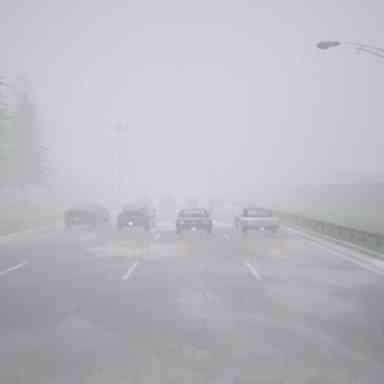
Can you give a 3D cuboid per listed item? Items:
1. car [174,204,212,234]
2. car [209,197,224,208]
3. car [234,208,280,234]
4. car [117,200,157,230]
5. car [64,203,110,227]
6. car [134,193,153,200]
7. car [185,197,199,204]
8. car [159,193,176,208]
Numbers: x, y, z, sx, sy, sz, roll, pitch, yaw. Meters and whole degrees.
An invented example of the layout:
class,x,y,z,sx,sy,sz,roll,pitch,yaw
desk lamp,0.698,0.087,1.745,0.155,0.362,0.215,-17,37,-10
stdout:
class,x,y,z,sx,sy,sz,roll,pitch,yaw
car,0.103,1.589,19.287,1.895,1.301,4.718,0,0,0
car,3.508,1.478,48.168,1.837,1.490,4.892,0,0,0
car,3.603,1.589,19.297,1.895,1.301,4.718,0,0,0
car,-3.398,1.493,20.878,1.837,1.490,4.892,0,0,0
car,-6.897,1.464,22.407,1.882,1.535,5.008,0,0,0
car,-6.990,1.195,48.374,2.150,2.045,5.566,0,0,0
car,0.008,1.478,48.171,1.837,1.490,4.892,0,0,0
car,-3.493,1.194,48.151,2.150,2.045,5.566,0,0,0
